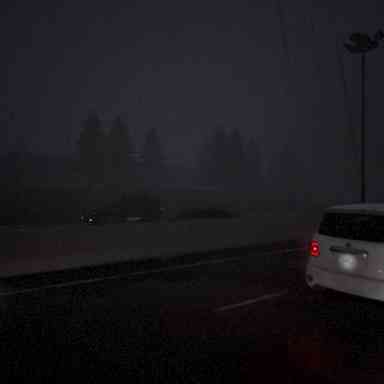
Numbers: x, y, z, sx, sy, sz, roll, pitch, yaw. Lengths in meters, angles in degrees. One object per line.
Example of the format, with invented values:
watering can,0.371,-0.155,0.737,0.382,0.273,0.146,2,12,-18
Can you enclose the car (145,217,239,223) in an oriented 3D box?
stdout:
car,0.316,1.540,17.137,4.892,1.490,1.837,0,0,-36

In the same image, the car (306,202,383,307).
car,4.820,1.249,7.183,5.566,2.045,2.150,0,0,-35

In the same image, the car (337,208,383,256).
car,8.416,1.529,14.081,5.008,1.535,1.882,0,0,-36

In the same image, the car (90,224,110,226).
car,-4.551,1.253,22.228,5.566,2.045,2.150,0,0,-35
